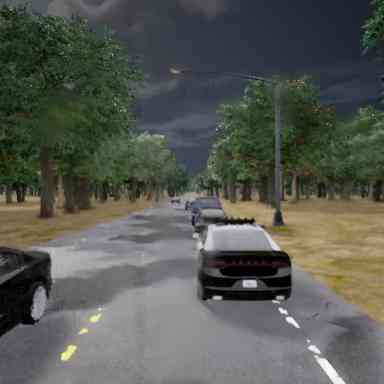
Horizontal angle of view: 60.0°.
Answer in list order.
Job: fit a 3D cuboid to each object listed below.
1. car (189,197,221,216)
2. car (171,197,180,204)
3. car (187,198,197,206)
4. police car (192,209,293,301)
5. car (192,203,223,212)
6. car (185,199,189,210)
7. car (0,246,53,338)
[{"bbox_3d":[1.050,1.343,24.542,2.150,2.045,5.566,0,0,0],"label":"car"},{"bbox_3d":[-3.500,1.748,71.408,1.882,1.535,5.008,0,0,0],"label":"car"},{"bbox_3d":[0.000,1.848,60.434,1.895,1.301,4.718,0,0,0],"label":"car"},{"bbox_3d":[1.050,1.470,8.615,1.930,1.638,5.238,0,0,0],"label":"police car"},{"bbox_3d":[1.050,1.598,18.508,1.837,1.490,4.892,0,0,0],"label":"car"},{"bbox_3d":[0.030,1.694,45.962,2.128,1.511,4.902,0,0,0],"label":"car"},{"bbox_3d":[-3.600,1.501,4.358,1.882,1.535,5.008,0,-1,0],"label":"car"}]
